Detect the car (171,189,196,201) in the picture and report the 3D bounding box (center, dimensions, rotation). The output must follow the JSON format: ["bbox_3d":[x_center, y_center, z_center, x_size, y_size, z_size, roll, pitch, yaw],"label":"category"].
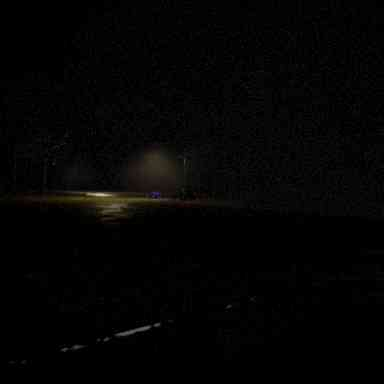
[{"bbox_3d":[-1.462,0.539,58.195,2.150,2.045,5.566,2,0,-35],"label":"car"}]

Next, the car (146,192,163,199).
[{"bbox_3d":[-7.479,0.643,66.668,1.812,1.442,4.674,2,0,-35],"label":"car"}]
